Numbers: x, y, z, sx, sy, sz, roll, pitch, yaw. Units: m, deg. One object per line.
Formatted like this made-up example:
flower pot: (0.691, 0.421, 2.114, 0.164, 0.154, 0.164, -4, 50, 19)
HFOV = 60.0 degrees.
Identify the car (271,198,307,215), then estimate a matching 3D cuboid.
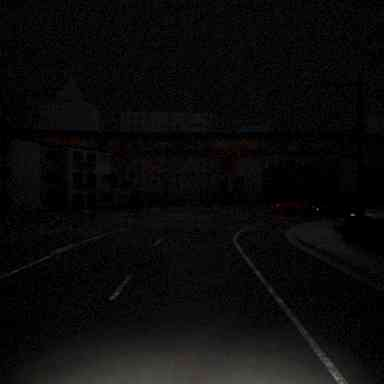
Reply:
car: (10.839, 1.457, 35.917, 4.553, 1.767, 2.097, 0, 0, -29)

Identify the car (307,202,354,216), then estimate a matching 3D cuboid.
car: (14.183, 1.666, 33.479, 4.181, 1.385, 1.994, 0, 0, -23)
